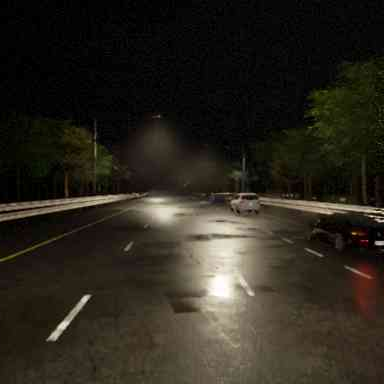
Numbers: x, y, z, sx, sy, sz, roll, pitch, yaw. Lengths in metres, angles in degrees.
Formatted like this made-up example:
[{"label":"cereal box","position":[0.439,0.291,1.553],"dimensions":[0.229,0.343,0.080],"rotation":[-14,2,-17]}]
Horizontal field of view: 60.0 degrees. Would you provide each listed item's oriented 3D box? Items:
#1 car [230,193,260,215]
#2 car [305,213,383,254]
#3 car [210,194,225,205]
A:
[{"label":"car","position":[5.306,1.162,33.547],"dimensions":[2.150,2.045,5.566],"rotation":[1,0,-3]},{"label":"car","position":[6.270,1.570,13.596],"dimensions":[1.812,1.442,4.674],"rotation":[1,0,-3]},{"label":"car","position":[4.234,1.144,55.693],"dimensions":[2.097,1.767,4.553],"rotation":[1,0,-3]}]
